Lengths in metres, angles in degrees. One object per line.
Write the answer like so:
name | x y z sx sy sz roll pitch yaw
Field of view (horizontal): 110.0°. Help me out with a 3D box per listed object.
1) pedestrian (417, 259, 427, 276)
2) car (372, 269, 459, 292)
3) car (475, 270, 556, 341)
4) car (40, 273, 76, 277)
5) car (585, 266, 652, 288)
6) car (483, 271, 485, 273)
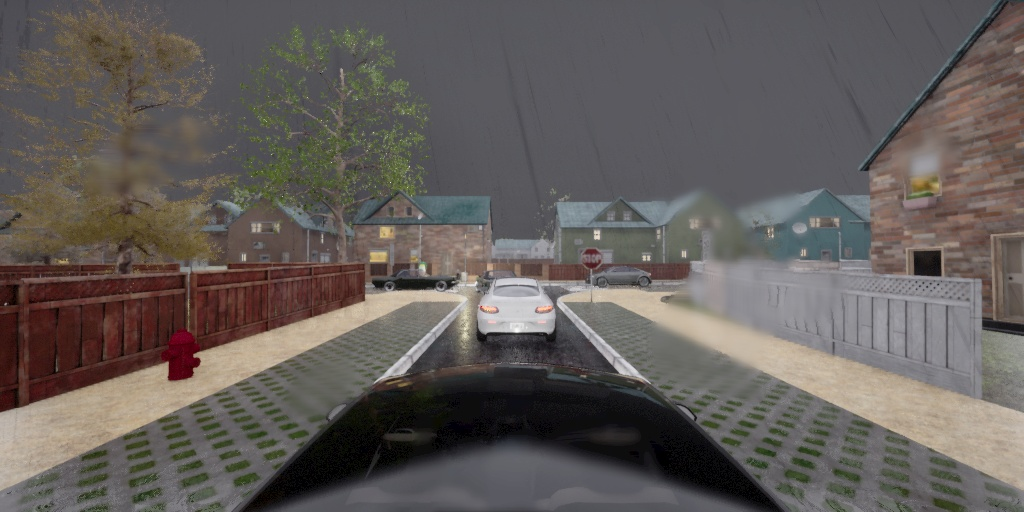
pedestrian | -6.709 1.118 26.808 0.375 1.860 0.375 0 -1 1
car | -5.489 1.416 20.923 4.718 1.301 1.895 -1 -1 1
car | 0.100 1.279 9.721 1.812 1.442 4.674 0 0 0
car | -26.605 1.643 21.200 4.718 1.301 1.895 -1 -1 1
car | 6.982 1.340 23.714 4.181 1.385 1.994 0 -1 0
car | -0.762 1.366 18.540 1.895 1.301 4.718 0 -1 -12
